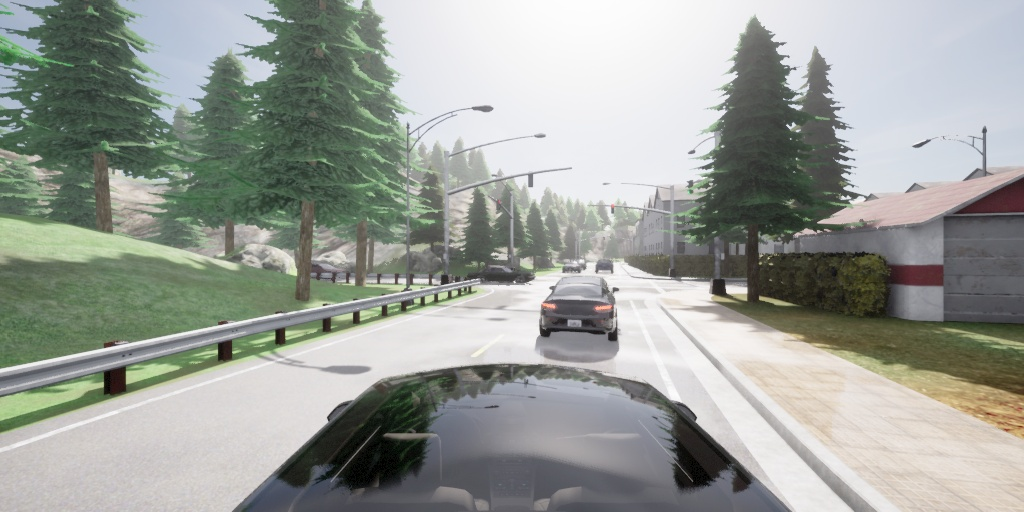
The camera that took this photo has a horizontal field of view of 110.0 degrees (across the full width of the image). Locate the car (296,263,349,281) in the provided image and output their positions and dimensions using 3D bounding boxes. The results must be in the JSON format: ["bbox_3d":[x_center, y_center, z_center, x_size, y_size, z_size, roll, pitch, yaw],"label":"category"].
[{"bbox_3d":[-16.063,1.291,30.186,4.674,1.442,1.812,0,0,14],"label":"car"}]

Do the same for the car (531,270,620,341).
[{"bbox_3d":[1.939,1.276,9.902,1.812,1.442,4.674,0,0,15],"label":"car"}]

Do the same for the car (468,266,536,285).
[{"bbox_3d":[-0.685,1.359,26.069,4.718,1.301,1.895,0,0,15],"label":"car"}]

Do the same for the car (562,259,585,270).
[{"bbox_3d":[7.270,1.314,43.184,1.994,1.385,4.181,0,0,15],"label":"car"}]

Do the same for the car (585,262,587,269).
[{"bbox_3d":[9.956,1.241,52.873,2.128,1.511,4.902,0,0,16],"label":"car"}]

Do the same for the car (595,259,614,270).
[{"bbox_3d":[11.614,1.102,44.976,2.097,1.767,4.553,0,0,15],"label":"car"}]
